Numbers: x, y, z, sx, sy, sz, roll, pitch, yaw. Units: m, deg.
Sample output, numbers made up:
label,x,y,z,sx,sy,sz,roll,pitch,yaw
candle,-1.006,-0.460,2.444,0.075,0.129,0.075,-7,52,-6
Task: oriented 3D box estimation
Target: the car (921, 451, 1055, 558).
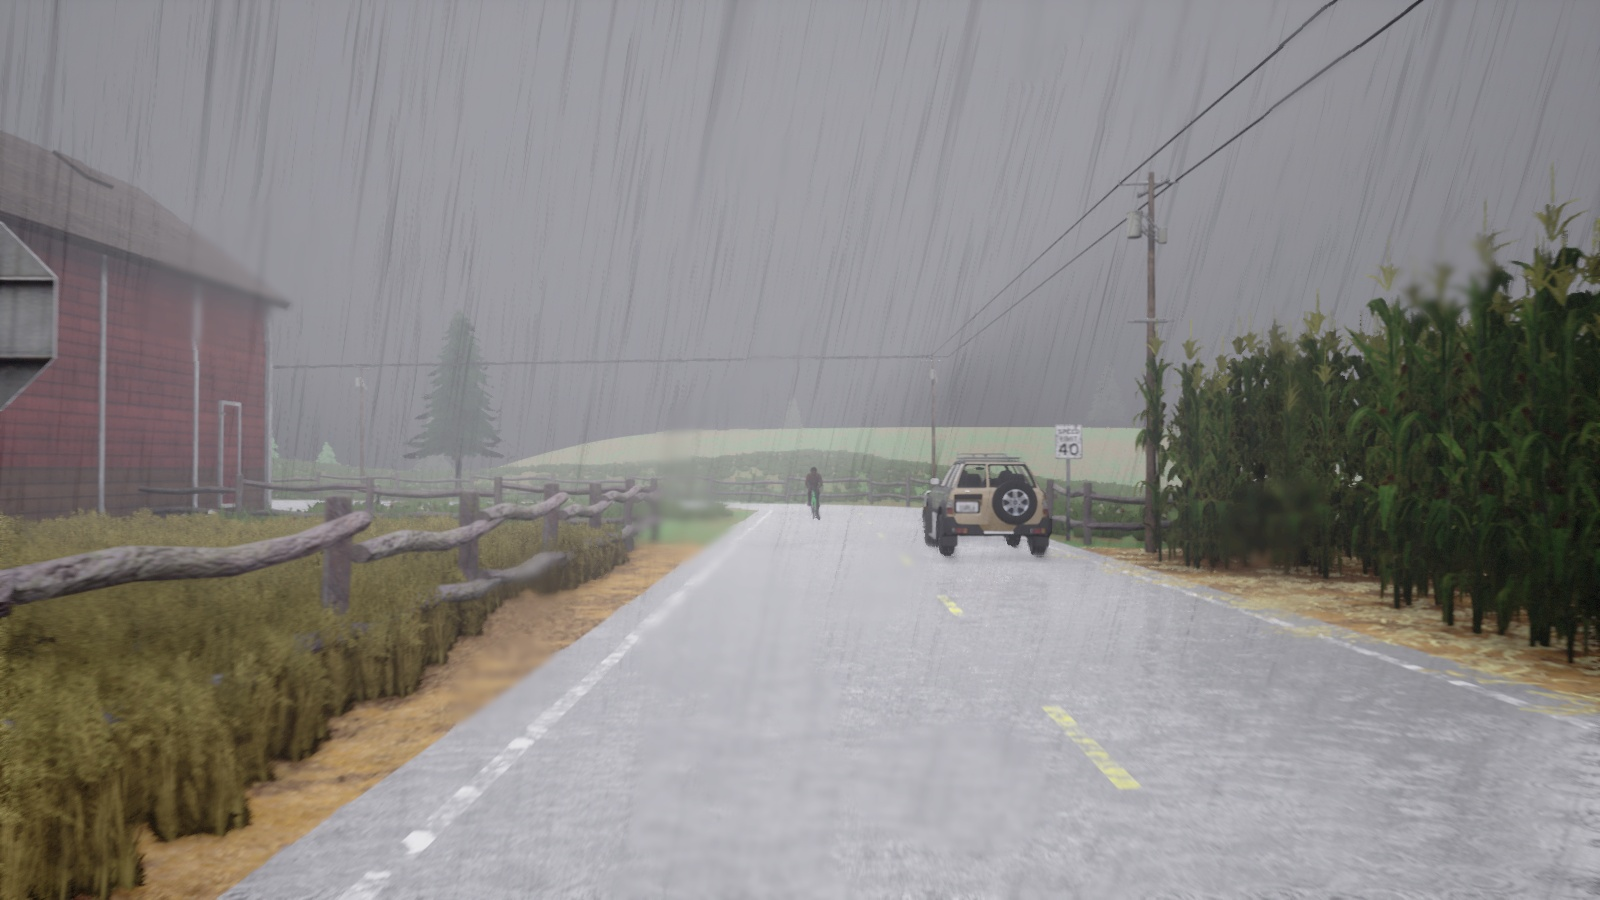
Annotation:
label,x,y,z,sx,sy,sz,roll,pitch,yaw
car,3.478,0.979,24.056,1.932,1.855,4.605,0,-1,1
